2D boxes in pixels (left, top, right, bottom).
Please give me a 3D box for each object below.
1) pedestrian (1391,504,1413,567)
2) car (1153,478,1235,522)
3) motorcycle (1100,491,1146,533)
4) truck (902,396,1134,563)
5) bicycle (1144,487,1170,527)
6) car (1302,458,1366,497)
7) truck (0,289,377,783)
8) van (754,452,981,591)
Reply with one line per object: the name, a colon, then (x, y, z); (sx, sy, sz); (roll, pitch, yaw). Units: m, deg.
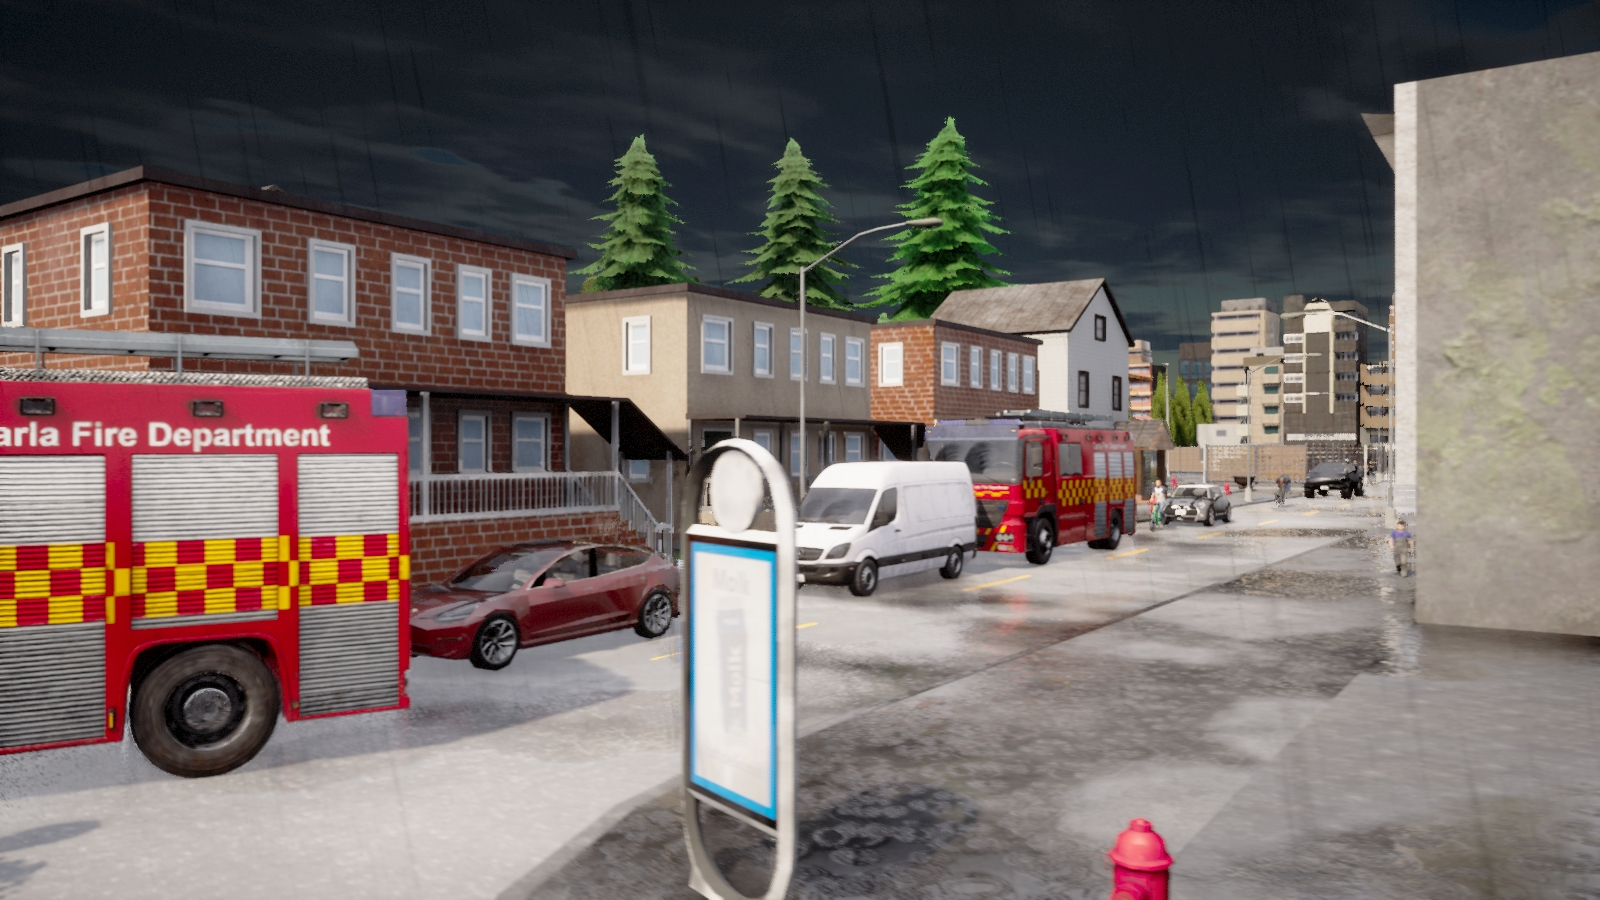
pedestrian: (12.787, 1.812, 24.273); (0.375, 1.300, 0.375); (0, 0, 35)
car: (14.962, 1.859, 43.313); (1.970, 1.475, 3.806); (0, 0, 35)
motorcycle: (10.391, 1.974, 36.723); (0.856, 1.236, 1.805); (0, 0, 35)
truck: (6.078, 0.681, 30.492); (2.891, 3.827, 8.468); (0, 0, 35)
bicycle: (12.384, 1.949, 39.596); (0.373, 1.296, 1.643); (0, 0, 35)
car: (31.275, 1.555, 66.831); (2.390, 2.098, 6.274); (0, 0, 35)
truck: (-8.189, 0.673, 9.342); (8.468, 3.827, 2.891); (0, 0, -31)
van: (1.615, 1.323, 24.062); (1.988, 2.561, 5.915); (0, 0, 35)
